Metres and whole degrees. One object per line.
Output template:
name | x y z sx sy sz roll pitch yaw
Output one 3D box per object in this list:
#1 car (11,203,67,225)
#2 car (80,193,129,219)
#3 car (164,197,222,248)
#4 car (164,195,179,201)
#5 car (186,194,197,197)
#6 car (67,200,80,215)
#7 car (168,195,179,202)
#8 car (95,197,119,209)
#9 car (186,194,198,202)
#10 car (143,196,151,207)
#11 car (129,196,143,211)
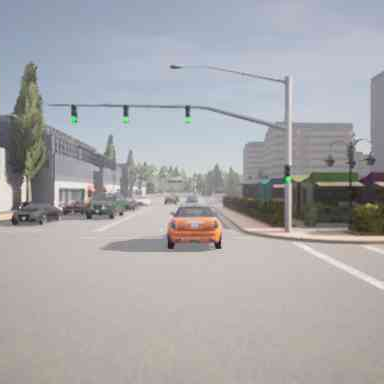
car | -10.600 1.451 22.928 1.994 1.385 4.181 0 0 0
car | -7.098 1.086 27.751 2.150 2.045 5.566 0 0 1
car | 0.099 1.280 14.581 2.097 1.767 4.553 0 0 0
car | -3.506 1.261 54.344 1.812 1.442 4.674 0 0 0
car | -0.006 1.285 54.026 2.033 1.411 5.357 0 0 0
car | -10.589 1.446 31.689 1.895 1.301 4.718 0 0 0
car | -3.507 1.252 64.299 1.994 1.385 4.181 0 0 0
car | -10.550 1.360 41.637 1.994 1.385 4.181 0 0 0
car | -0.007 1.179 64.301 2.128 1.511 4.902 0 0 0
car | -7.005 1.294 47.483 1.812 1.442 4.674 0 0 0
car | -7.075 1.382 37.158 1.994 1.385 4.181 0 0 0
